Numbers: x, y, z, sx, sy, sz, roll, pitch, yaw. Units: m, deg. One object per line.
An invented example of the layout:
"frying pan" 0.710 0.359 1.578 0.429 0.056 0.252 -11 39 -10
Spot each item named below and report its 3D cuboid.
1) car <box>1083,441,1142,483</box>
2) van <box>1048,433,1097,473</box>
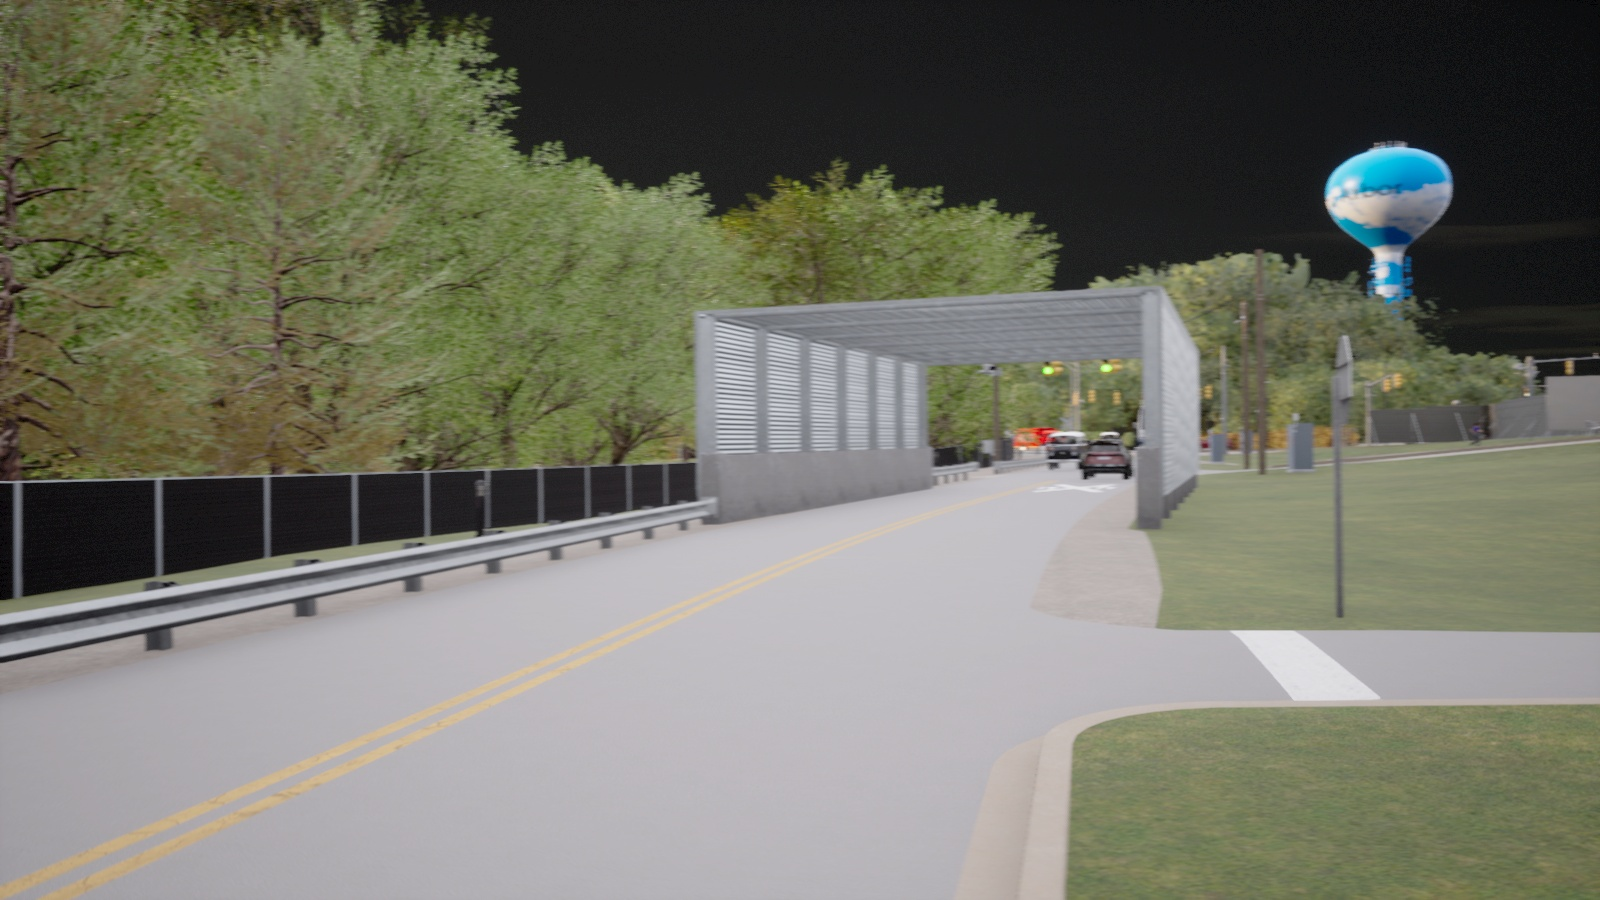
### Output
"car" 12.982 0.465 51.952 2.033 1.649 4.856 0 0 18
"van" 14.809 0.142 68.096 2.069 2.038 4.480 -1 0 19
